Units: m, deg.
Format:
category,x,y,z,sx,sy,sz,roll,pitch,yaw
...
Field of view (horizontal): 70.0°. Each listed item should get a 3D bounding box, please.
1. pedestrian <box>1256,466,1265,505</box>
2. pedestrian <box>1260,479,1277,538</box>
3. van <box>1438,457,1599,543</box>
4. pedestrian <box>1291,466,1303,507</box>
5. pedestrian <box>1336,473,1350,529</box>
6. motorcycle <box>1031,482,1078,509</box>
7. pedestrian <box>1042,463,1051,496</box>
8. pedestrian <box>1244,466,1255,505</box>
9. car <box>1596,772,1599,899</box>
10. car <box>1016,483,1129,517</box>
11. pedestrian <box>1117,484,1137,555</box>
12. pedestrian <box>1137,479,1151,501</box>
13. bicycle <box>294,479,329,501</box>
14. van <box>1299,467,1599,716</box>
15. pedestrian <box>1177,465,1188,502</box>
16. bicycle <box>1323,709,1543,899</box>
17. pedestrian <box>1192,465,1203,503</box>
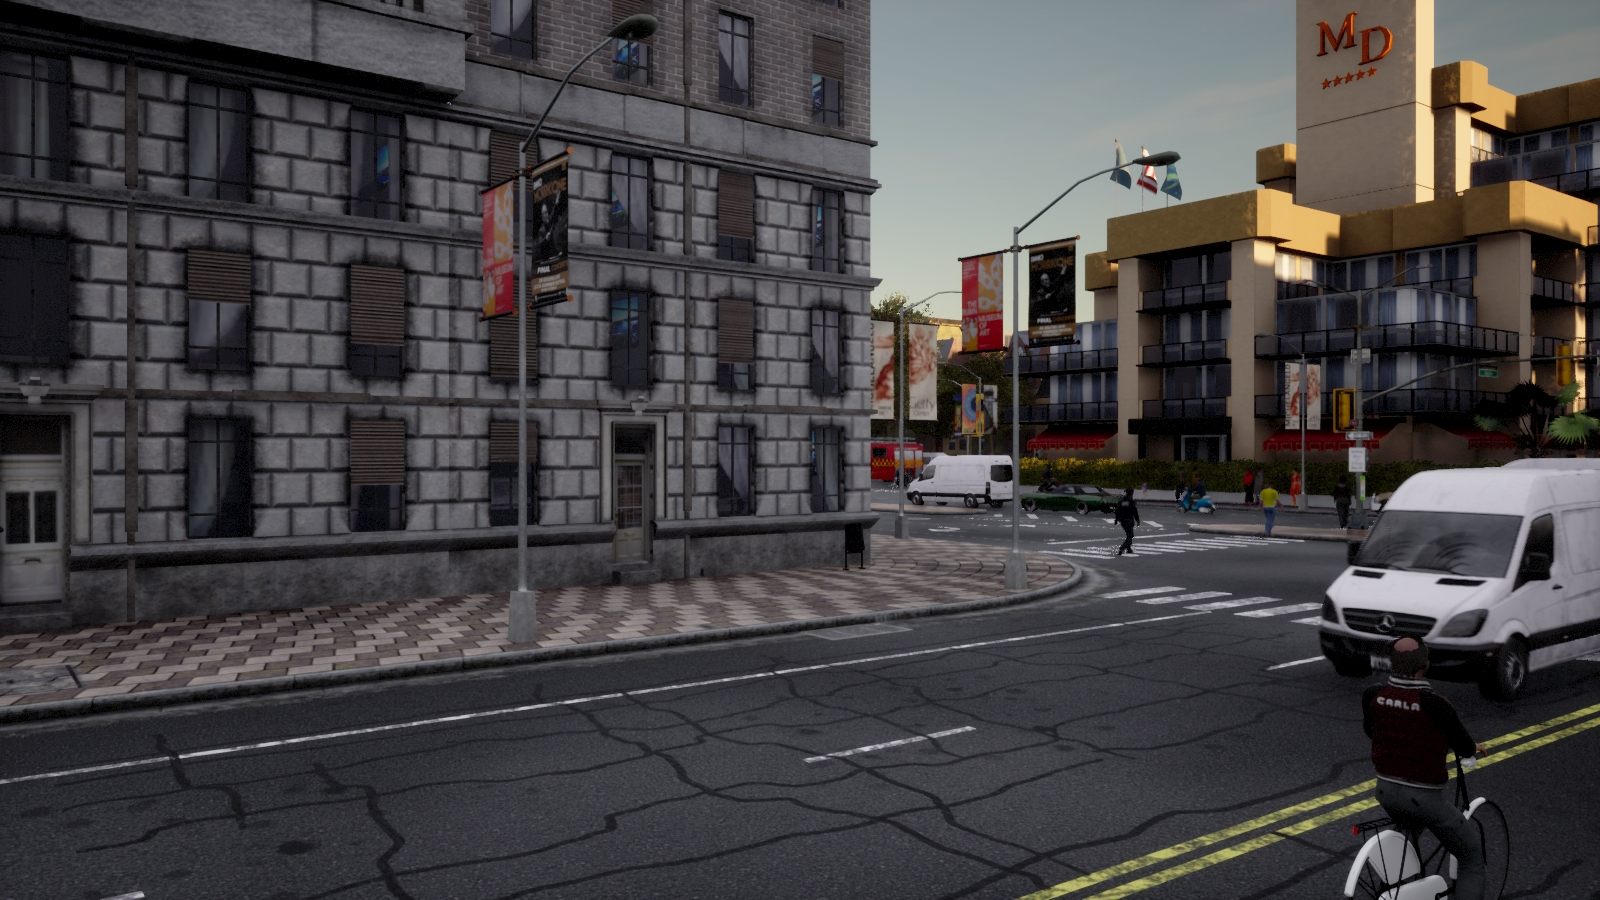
category,x,y,z,sx,sy,sz,roll,pitch,yaw
pedestrian,21.996,1.696,54.572,0.375,1.860,0.375,0,0,26
pedestrian,14.934,1.849,36.412,0.375,1.860,0.375,0,0,43
van,23.576,1.535,36.096,5.915,2.561,1.988,0,0,28
pedestrian,23.178,1.696,53.236,0.375,1.860,0.375,0,0,-37
pedestrian,18.158,1.708,38.215,0.375,1.860,0.375,0,0,32
motorcycle,12.371,2.205,55.558,0.867,1.251,2.209,0,0,-37
pedestrian,14.041,1.698,65.029,0.375,1.860,0.375,0,0,-37
pedestrian,21.710,1.696,55.203,0.375,1.860,0.375,0,0,-41
car,4.999,1.754,3.274,6.274,2.098,2.390,0,0,-34
car,11.925,2.155,50.297,1.895,1.301,4.718,0,0,-37
pedestrian,8.705,1.849,30.397,0.375,1.860,0.375,0,0,-38
pedestrian,17.970,2.076,59.692,0.500,1.100,0.500,0,0,-36
bicycle,-27.365,2.246,63.972,1.835,1.171,0.329,-1,-6,8
van,8.957,1.534,14.637,5.915,2.561,1.988,0,0,-36
pedestrian,19.312,1.696,57.728,0.375,1.860,0.375,0,0,-33
bicycle,3.626,2.210,6.476,1.835,1.171,0.329,0,0,-35
pedestrian,19.795,1.698,56.953,0.375,1.860,0.375,0,0,-32
